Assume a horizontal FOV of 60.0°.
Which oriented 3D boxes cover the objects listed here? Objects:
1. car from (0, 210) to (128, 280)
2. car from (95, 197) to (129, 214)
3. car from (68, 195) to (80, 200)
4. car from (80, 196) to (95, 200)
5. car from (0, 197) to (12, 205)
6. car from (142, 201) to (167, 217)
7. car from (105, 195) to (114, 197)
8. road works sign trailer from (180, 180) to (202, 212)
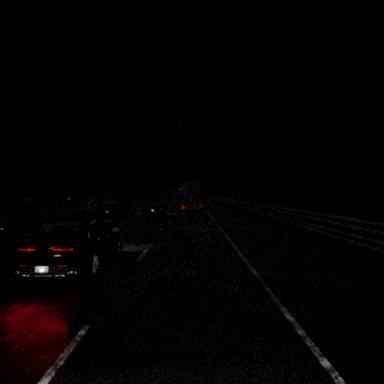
[{"bbox_3d":[-3.403,1.502,9.956,1.837,1.490,4.892,0,0,0],"label":"car"},{"bbox_3d":[-6.911,1.470,29.536,1.882,1.535,5.008,0,0,0],"label":"car"},{"bbox_3d":[-24.528,1.498,70.005,2.097,1.767,4.553,0,-1,0],"label":"car"},{"bbox_3d":[-21.028,1.654,69.207,1.812,1.442,4.674,0,-1,0],"label":"car"},{"bbox_3d":[-17.608,1.345,29.139,2.097,1.767,4.553,0,0,0],"label":"car"},{"bbox_3d":[-3.412,1.555,30.931,1.994,1.385,4.181,0,0,0],"label":"car"},{"bbox_3d":[-17.528,1.497,70.008,2.097,1.767,4.553,0,-1,0],"label":"car"},{"bbox_3d":[-0.016,0.453,38.317,2.380,3.560,2.880,0,0,0],"label":"road works sign trailer"}]
